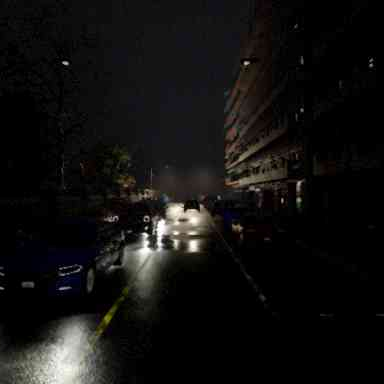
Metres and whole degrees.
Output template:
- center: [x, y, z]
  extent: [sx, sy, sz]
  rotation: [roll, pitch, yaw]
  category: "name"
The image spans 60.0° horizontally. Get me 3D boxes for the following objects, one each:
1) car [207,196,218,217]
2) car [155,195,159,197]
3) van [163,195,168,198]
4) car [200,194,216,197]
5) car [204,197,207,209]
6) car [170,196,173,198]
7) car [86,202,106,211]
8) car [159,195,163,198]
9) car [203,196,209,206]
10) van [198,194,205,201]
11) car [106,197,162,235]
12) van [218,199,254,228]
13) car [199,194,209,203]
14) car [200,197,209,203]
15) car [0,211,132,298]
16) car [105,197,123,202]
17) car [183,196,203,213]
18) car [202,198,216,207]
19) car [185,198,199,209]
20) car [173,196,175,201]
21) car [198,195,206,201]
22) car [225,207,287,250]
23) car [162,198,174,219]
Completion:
- center: [2.688, 1.472, 31.055]
  extent: [1.967, 1.590, 4.097]
  rotation: [0, 0, 0]
  category: "car"
- center: [-5.694, 1.491, 42.315]
  extent: [1.967, 1.590, 4.097]
  rotation: [0, 0, 0]
  category: "car"
- center: [-5.697, 1.425, 59.205]
  extent: [1.690, 1.788, 3.998]
  rotation: [0, 0, 0]
  category: "van"
- center: [2.686, 1.375, 47.945]
  extent: [2.192, 1.841, 5.009]
  rotation: [0, 0, 0]
  category: "car"
- center: [2.686, 1.592, 36.685]
  extent: [2.008, 1.369, 4.403]
  rotation: [0, 0, 0]
  category: "car"
- center: [-5.698, 1.663, 70.464]
  extent: [2.008, 1.369, 4.403]
  rotation: [0, 0, 0]
  category: "car"
- center: [-5.691, 1.543, 19.624]
  extent: [1.752, 1.417, 4.829]
  rotation: [0, 0, 0]
  category: "car"
- center: [-5.694, 1.501, 47.944]
  extent: [1.967, 1.590, 4.097]
  rotation: [0, 0, 0]
  category: "car"
- center: [2.686, 1.595, 42.315]
  extent: [1.887, 1.381, 4.507]
  rotation: [0, 0, 0]
  category: "car"
- center: [2.680, 1.520, 92.987]
  extent: [1.690, 1.788, 3.998]
  rotation: [0, 0, 0]
  category: "van"
- center: [-3.084, 1.368, 18.760]
  extent: [2.097, 1.767, 4.553]
  rotation: [0, 0, 0]
  category: "car"
- center: [2.690, 1.358, 19.795]
  extent: [1.690, 1.788, 3.998]
  rotation: [0, 0, 0]
  category: "van"
- center: [2.682, 1.442, 76.095]
  extent: [2.192, 1.841, 5.009]
  rotation: [0, 0, 0]
  category: "car"
- center: [2.682, 1.693, 70.466]
  extent: [1.802, 1.307, 4.206]
  rotation: [0, 0, 0]
  category: "car"
- center: [-3.091, 1.484, 8.793]
  extent: [1.882, 1.535, 5.008]
  rotation: [0, 0, 0]
  category: "car"
- center: [-5.692, 1.340, 25.424]
  extent: [2.192, 1.841, 5.009]
  rotation: [0, 0, 0]
  category: "car"
- center: [-0.006, 1.547, 37.631]
  extent: [1.837, 1.490, 4.892]
  rotation: [0, 0, 0]
  category: "car"
- center: [2.684, 1.622, 53.575]
  extent: [2.008, 1.369, 4.403]
  rotation: [0, 0, 0]
  category: "car"
- center: [0.004, 1.626, 48.545]
  extent: [1.994, 1.385, 4.181]
  rotation: [0, 0, 0]
  category: "car"
- center: [-5.701, 1.705, 92.815]
  extent: [1.752, 1.417, 4.829]
  rotation: [0, 0, 0]
  category: "car"
- center: [2.680, 1.602, 87.355]
  extent: [1.967, 1.590, 4.097]
  rotation: [0, 0, 0]
  category: "car"
- center: [2.690, 1.556, 14.163]
  extent: [1.887, 1.381, 4.507]
  rotation: [0, 0, 0]
  category: "car"
- center: [-3.074, 1.522, 29.357]
  extent: [2.128, 1.511, 4.902]
  rotation: [0, 0, 0]
  category: "car"
